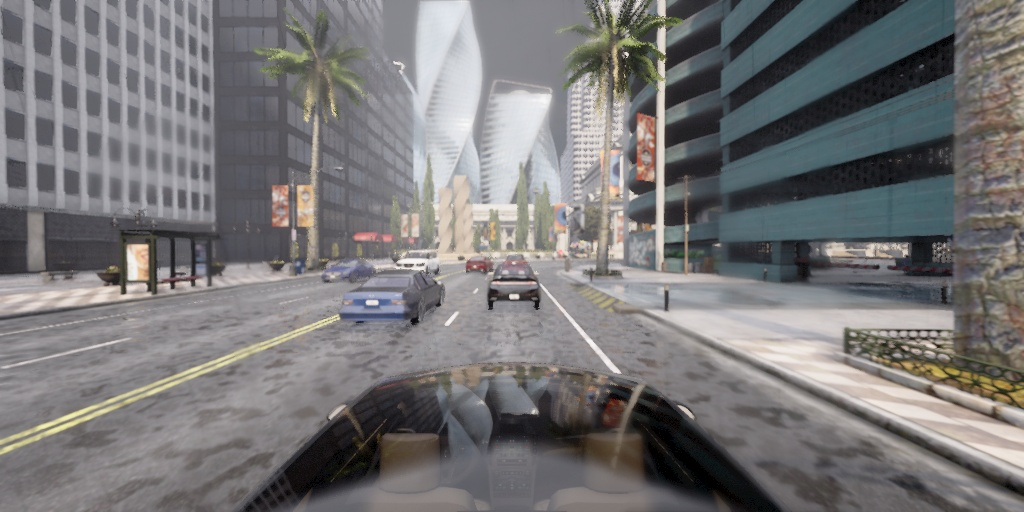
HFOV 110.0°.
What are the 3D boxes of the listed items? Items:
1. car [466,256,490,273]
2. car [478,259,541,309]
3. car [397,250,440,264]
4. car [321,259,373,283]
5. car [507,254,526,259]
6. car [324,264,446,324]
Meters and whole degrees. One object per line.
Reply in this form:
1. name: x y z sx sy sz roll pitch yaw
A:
1. car: -2.878 0.728 33.188 1.882 1.535 5.008 0 1 7
2. car: 0.062 1.048 13.875 2.128 1.511 4.902 0 1 0
3. car: -7.026 0.565 27.346 2.150 2.045 5.566 0 1 2
4. car: -10.548 0.931 23.469 1.812 1.442 4.674 0 1 1
5. car: 0.428 0.631 31.360 2.097 1.767 4.553 0 1 5
6. car: -3.430 1.146 11.279 2.033 1.411 5.357 0 1 0
